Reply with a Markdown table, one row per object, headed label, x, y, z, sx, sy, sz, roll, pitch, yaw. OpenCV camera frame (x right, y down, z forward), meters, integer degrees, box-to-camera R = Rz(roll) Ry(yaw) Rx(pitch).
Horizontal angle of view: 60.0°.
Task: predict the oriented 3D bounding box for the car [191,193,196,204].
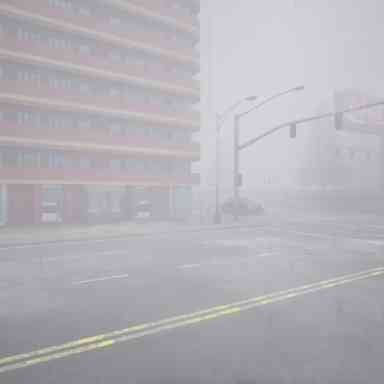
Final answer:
| label | x | y | z | sx | sy | sz | roll | pitch | yaw |
| --- | --- | --- | --- | --- | --- | --- | --- | --- | --- |
| car | -1.456 | 1.221 | 61.344 | 2.150 | 2.045 | 5.566 | 0 | 0 | -34 |

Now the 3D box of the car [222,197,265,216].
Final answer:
| label | x | y | z | sx | sy | sz | roll | pitch | yaw |
| --- | --- | --- | --- | --- | --- | --- | --- | --- | --- |
| car | 4.991 | 1.352 | 32.609 | 2.097 | 1.767 | 4.553 | 0 | 0 | -34 |
